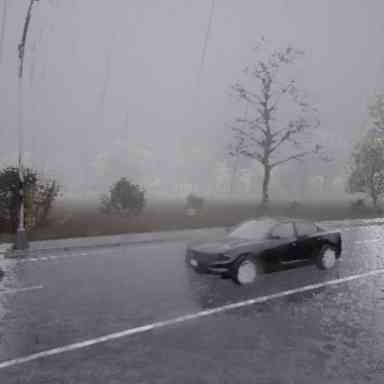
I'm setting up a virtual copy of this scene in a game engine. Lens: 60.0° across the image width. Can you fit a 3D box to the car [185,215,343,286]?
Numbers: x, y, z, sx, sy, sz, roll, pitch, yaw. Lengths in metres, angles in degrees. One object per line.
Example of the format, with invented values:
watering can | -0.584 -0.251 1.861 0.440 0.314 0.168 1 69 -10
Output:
car | 2.163 1.453 9.451 5.008 1.535 1.882 0 0 -32
